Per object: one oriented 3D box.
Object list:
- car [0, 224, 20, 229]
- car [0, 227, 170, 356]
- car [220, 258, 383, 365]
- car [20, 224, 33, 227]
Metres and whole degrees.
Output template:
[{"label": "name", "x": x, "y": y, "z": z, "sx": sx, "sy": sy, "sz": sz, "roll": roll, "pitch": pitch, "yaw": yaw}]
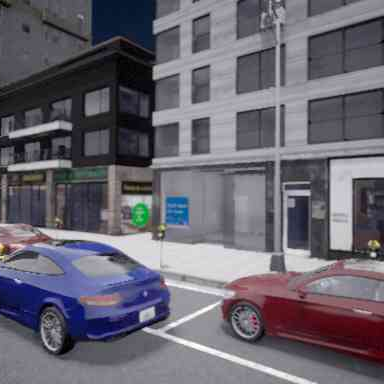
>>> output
[{"label": "car", "x": -7.448, "y": 1.597, "z": 9.928, "sx": 5.366, "sy": 1.575, "sz": 1.801, "roll": 0, "pitch": -1, "yaw": 37}, {"label": "car", "x": -2.492, "y": 1.625, "z": 6.217, "sx": 4.674, "sy": 1.442, "sz": 1.812, "roll": 0, "pitch": -1, "yaw": 37}, {"label": "car", "x": 2.422, "y": 1.680, "z": 4.980, "sx": 4.206, "sy": 1.307, "sz": 1.802, "roll": 0, "pitch": -1, "yaw": 37}, {"label": "car", "x": -6.385, "y": 1.756, "z": 11.573, "sx": 4.206, "sy": 1.307, "sz": 1.802, "roll": 0, "pitch": -1, "yaw": 37}]
